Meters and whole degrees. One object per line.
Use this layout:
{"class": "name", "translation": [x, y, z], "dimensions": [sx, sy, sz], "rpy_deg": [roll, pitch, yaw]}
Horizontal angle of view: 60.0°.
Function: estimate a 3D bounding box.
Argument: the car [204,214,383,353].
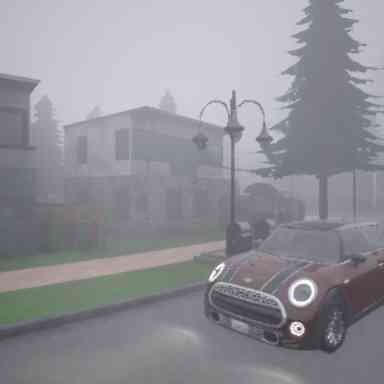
{"class": "car", "translation": [2.343, 1.373, 6.383], "dimensions": [4.553, 1.767, 2.097], "rpy_deg": [0, 0, -43]}
